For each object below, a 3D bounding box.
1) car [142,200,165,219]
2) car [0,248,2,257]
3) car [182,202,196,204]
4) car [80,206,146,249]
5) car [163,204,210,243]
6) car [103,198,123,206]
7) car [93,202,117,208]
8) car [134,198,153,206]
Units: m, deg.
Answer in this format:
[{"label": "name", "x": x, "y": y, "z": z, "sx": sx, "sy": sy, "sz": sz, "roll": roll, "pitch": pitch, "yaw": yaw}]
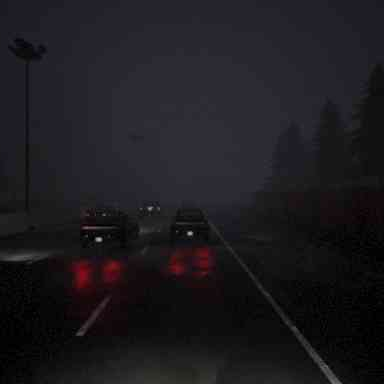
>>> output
[{"label": "car", "x": -3.794, "y": 1.599, "z": 32.137, "sx": 2.097, "sy": 1.767, "sz": 4.553, "roll": 0, "pitch": 0, "yaw": 0}, {"label": "car", "x": -7.026, "y": 1.618, "z": 8.774, "sx": 1.812, "sy": 1.442, "sz": 4.674, "roll": 0, "pitch": 0, "yaw": -1}, {"label": "car", "x": -0.291, "y": 1.724, "z": 34.000, "sx": 1.882, "sy": 1.535, "sz": 5.008, "roll": 0, "pitch": 0, "yaw": 0}, {"label": "car", "x": -3.598, "y": 1.616, "z": 15.140, "sx": 2.128, "sy": 1.511, "sz": 4.902, "roll": 0, "pitch": 0, "yaw": -1}, {"label": "car", "x": -0.121, "y": 1.614, "z": 16.958, "sx": 2.128, "sy": 1.511, "sz": 4.902, "roll": 0, "pitch": 0, "yaw": -1}, {"label": "car", "x": -16.135, "y": 2.071, "z": 68.192, "sx": 1.812, "sy": 1.442, "sz": 4.674, "roll": 0, "pitch": 0, "yaw": 17}, {"label": "car", "x": -7.267, "y": 1.775, "z": 27.455, "sx": 2.033, "sy": 1.411, "sz": 5.357, "roll": 0, "pitch": 0, "yaw": -1}, {"label": "car", "x": -9.512, "y": 2.036, "z": 65.902, "sx": 1.812, "sy": 1.442, "sz": 4.674, "roll": 0, "pitch": 0, "yaw": 17}]
